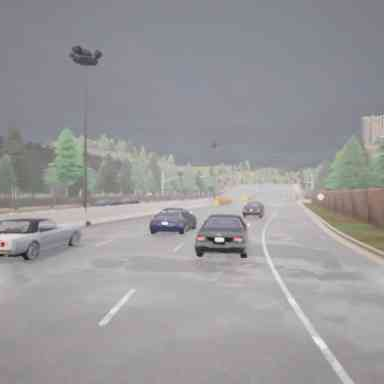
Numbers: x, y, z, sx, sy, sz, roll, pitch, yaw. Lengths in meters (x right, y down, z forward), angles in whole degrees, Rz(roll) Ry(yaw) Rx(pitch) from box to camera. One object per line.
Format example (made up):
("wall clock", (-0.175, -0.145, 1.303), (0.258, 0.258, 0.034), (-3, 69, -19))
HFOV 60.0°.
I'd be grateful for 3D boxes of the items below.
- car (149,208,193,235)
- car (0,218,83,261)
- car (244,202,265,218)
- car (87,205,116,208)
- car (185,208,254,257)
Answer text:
("car", (-0.978, 1.617, 19.396), (1.994, 1.385, 4.181), (0, 0, 13))
("car", (-5.895, 1.610, 12.301), (1.895, 1.301, 4.718), (0, 0, 8))
("car", (5.929, 1.669, 31.766), (2.033, 1.411, 5.357), (0, 0, 16))
("car", (-10.329, 1.545, 39.151), (1.882, 1.535, 5.008), (0, 0, 16))
("car", (1.295, 1.593, 13.198), (2.033, 1.411, 5.357), (0, 0, 9))
